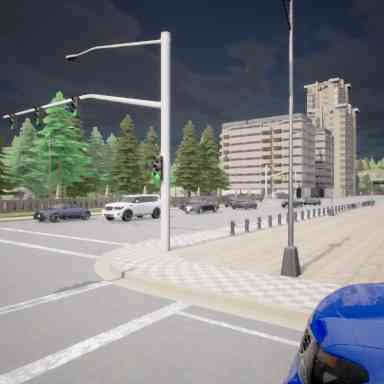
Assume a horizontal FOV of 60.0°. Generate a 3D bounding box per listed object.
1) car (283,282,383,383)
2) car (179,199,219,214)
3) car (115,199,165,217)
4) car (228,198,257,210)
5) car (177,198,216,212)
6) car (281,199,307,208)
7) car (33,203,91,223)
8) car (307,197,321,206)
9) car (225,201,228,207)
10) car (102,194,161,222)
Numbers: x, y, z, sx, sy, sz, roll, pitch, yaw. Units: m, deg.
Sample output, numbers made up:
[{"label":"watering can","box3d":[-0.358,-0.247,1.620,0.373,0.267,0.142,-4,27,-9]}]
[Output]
[{"label":"car","box3d":[3.316,1.221,1.601,5.566,2.045,2.150,0,0,36]},{"label":"car","box3d":[1.082,1.492,35.271,2.128,1.511,4.902,0,0,36]},{"label":"car","box3d":[-5.012,1.491,32.758,2.128,1.511,4.902,0,0,35]},{"label":"car","box3d":[6.909,1.564,43.412,1.994,1.385,4.181,0,0,36]},{"label":"car","box3d":[0.665,1.547,40.714,2.033,1.411,5.357,0,0,36]},{"label":"car","box3d":[14.410,1.601,47.597,1.895,1.301,4.718,0,0,35]},{"label":"car","box3d":[-9.977,1.564,25.799,1.994,1.385,4.181,0,0,36]},{"label":"car","box3d":[20.195,1.564,55.706,1.994,1.385,4.181,0,0,35]},{"label":"car","box3d":[6.491,1.564,48.822,1.994,1.385,4.181,0,0,36]},{"label":"car","box3d":[-4.683,1.221,27.192,2.150,2.045,5.566,0,0,35]}]
